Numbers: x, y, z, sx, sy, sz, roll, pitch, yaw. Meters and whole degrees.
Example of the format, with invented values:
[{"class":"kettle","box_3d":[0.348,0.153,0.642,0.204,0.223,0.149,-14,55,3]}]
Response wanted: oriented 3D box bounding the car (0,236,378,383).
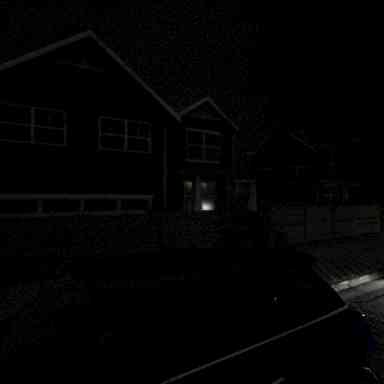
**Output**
[{"class":"car","box_3d":[-0.481,1.352,2.724,4.553,1.767,2.097,0,0,-35]}]
